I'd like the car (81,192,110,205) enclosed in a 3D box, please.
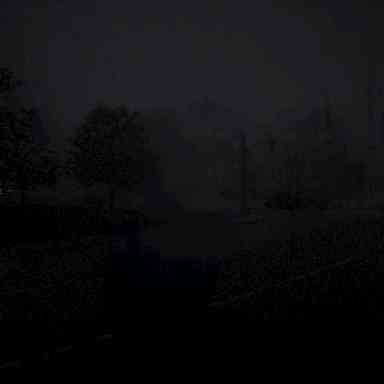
[{"bbox_3d":[-11.601,0.786,40.569,4.674,1.442,1.812,2,4,36],"label":"car"}]

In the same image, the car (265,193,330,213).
[{"bbox_3d":[8.166,0.810,26.118,4.902,1.511,2.128,-1,2,36],"label":"car"}]

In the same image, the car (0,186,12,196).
[{"bbox_3d":[-32.107,-0.282,55.485,4.553,1.767,2.097,2,4,34],"label":"car"}]
